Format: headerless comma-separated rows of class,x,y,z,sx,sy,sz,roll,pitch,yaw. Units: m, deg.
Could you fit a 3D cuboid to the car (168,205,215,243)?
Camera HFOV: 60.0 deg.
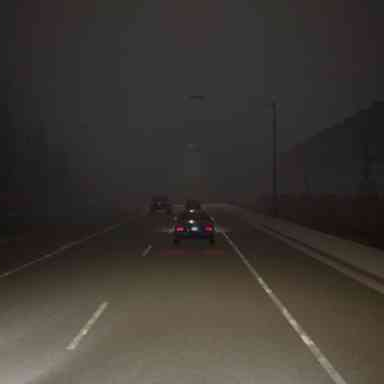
car,0.103,1.595,16.307,2.033,1.411,5.357,0,0,0

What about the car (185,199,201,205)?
car,0.108,1.595,40.765,1.882,1.535,5.008,0,0,0

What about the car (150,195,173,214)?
car,-3.393,1.329,37.178,2.150,2.045,5.566,0,0,0
